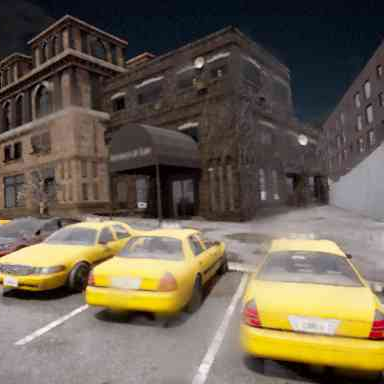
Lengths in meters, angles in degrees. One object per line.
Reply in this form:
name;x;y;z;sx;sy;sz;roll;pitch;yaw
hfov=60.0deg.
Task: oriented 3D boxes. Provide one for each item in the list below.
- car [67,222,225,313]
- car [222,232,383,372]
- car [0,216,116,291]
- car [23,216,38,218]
car;-0.392;1.512;7.926;1.946;1.575;5.366;0;-1;16
car;2.043;1.502;6.187;1.946;1.575;5.366;0;-1;16
car;-2.922;1.521;9.313;1.946;1.575;5.366;0;-1;16
car;-5.308;1.580;11.205;2.163;1.488;4.792;0;-1;16
